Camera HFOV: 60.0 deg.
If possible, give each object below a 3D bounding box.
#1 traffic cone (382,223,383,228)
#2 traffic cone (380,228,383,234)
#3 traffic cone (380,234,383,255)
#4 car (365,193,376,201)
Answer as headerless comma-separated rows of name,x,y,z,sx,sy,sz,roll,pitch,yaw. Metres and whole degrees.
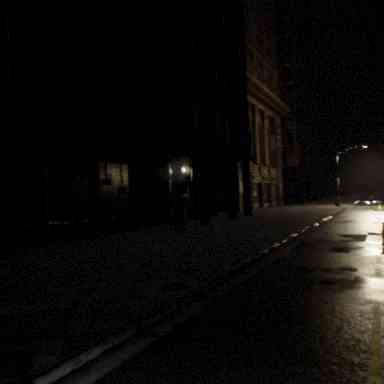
traffic cone,8.614,1.804,14.907,0.340,0.580,0.340,-2,-1,29
traffic cone,7.631,1.821,13.166,0.340,0.580,0.340,-2,-1,29
traffic cone,6.647,1.838,11.424,0.340,0.580,0.340,-2,-1,29
car,35.800,0.935,66.575,2.128,1.511,4.902,-2,-1,29
